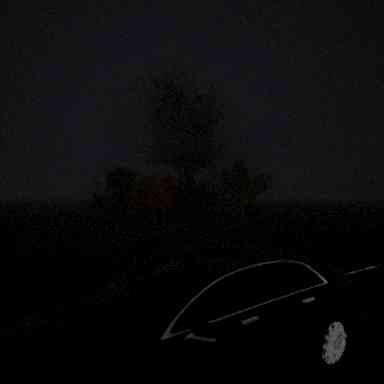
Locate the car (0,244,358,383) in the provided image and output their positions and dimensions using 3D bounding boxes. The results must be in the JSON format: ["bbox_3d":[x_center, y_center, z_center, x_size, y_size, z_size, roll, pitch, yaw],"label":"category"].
[{"bbox_3d":[0.128,1.500,4.087,4.892,1.490,1.837,0,0,-36],"label":"car"}]
